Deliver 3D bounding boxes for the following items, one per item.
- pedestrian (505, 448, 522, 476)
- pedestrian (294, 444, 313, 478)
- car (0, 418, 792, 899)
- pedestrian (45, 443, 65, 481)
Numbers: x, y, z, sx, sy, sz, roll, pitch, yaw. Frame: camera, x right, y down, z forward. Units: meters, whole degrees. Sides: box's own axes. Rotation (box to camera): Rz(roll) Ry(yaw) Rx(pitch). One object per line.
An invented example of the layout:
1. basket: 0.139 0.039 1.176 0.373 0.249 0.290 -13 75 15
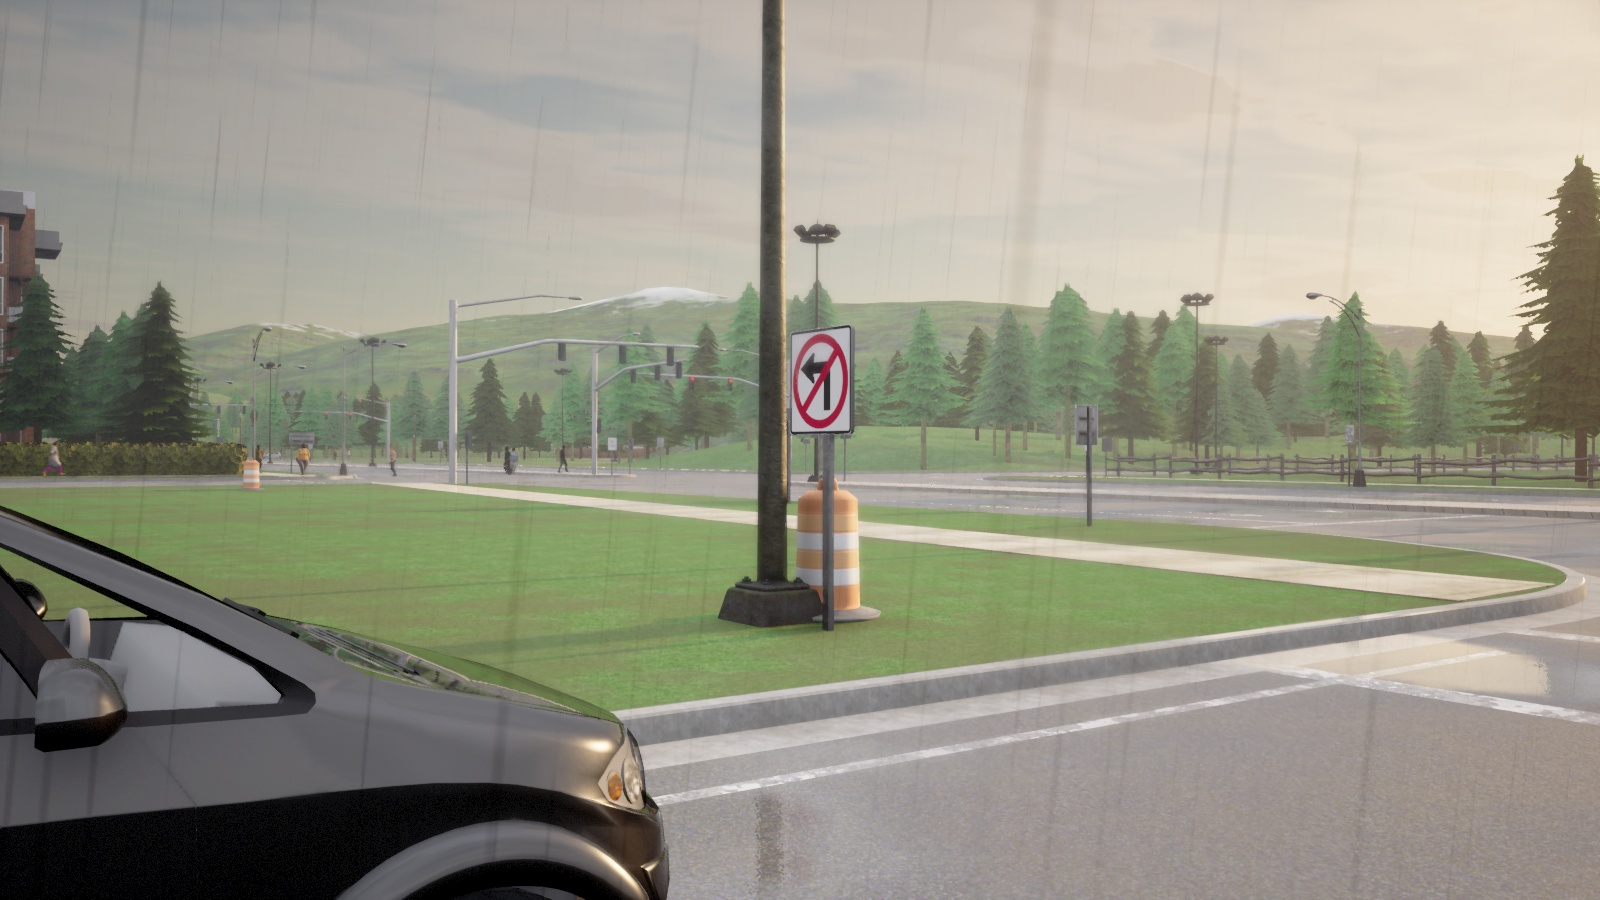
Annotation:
1. pedestrian: -19.274 0.789 84.530 0.874 1.855 0.900 0 0 -35
2. pedestrian: -27.146 0.606 68.610 0.874 1.855 0.900 0 0 -28
3. car: -2.048 0.733 2.232 3.705 1.549 1.789 0 0 -35
4. pedestrian: -38.639 0.615 65.118 0.873 1.952 0.659 0 0 -34
